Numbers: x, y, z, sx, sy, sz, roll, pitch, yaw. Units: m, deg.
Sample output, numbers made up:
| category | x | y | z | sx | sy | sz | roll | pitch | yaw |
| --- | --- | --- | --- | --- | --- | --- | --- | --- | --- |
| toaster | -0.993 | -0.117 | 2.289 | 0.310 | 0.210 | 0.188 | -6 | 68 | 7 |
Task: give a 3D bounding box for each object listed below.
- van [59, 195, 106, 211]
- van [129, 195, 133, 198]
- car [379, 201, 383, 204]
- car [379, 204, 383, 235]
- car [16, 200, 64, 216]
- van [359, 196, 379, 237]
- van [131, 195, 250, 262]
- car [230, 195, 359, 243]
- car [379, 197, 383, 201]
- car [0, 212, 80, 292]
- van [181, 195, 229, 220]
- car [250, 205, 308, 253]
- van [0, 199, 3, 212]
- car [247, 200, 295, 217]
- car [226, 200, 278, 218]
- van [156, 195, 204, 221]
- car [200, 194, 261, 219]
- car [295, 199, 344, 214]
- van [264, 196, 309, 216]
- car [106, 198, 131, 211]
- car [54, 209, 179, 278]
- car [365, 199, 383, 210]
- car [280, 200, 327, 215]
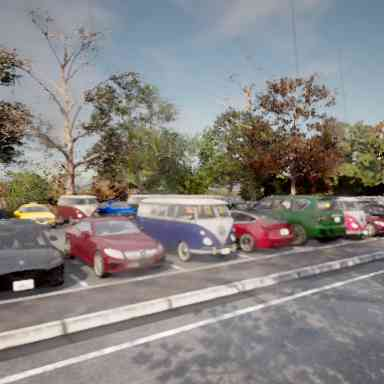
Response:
| category | x | y | z | sx | sy | sz | roll | pitch | yaw |
| --- | --- | --- | --- | --- | --- | --- | --- | --- | --- |
| van | -7.727 | 1.216 | 22.655 | 1.878 | 1.987 | 4.442 | 0 | 0 | -35 |
| van | -3.337 | 1.205 | 25.785 | 1.878 | 1.987 | 4.442 | 0 | 0 | -35 |
| car | 10.956 | 1.526 | 20.047 | 2.097 | 1.535 | 5.008 | 1 | 0 | -35 |
| car | 8.691 | 1.535 | 18.442 | 2.002 | 1.452 | 4.674 | 1 | 0 | -35 |
| car | -9.941 | 1.452 | 20.994 | 1.946 | 1.575 | 5.366 | 0 | 0 | -36 |
| van | 6.502 | 1.238 | 16.735 | 1.878 | 1.987 | 4.442 | 1 | 0 | -35 |
| van | -0.266 | 1.218 | 11.911 | 1.878 | 1.987 | 4.442 | 0 | 0 | -35 |
| car | 4.158 | 1.181 | 15.242 | 2.435 | 2.045 | 5.566 | 1 | 0 | -35 |
| car | 13.233 | 1.432 | 21.639 | 2.185 | 1.767 | 4.553 | 1 | 0 | -35 |
| car | -4.838 | 1.500 | 8.758 | 2.163 | 1.488 | 4.792 | 0 | 0 | -36 |
| van | 1.045 | 1.268 | 29.195 | 1.878 | 1.987 | 4.442 | 1 | 0 | -35 |
| car | 1.915 | 1.460 | 13.645 | 2.163 | 1.488 | 4.792 | 0 | 0 | -35 |
| van | -12.373 | 1.243 | 19.630 | 1.878 | 1.987 | 4.442 | 0 | 0 | -35 |
| car | 7.981 | 1.629 | 33.993 | 2.002 | 1.452 | 4.674 | 1 | 0 | -35 |
| car | 5.727 | 1.557 | 32.383 | 2.097 | 1.535 | 5.008 | 1 | 0 | -35 |
| van | -1.108 | 1.238 | 27.660 | 1.878 | 1.987 | 4.442 | 1 | 0 | -35 |
| car | 3.386 | 1.274 | 30.685 | 2.435 | 2.045 | 5.566 | 1 | 0 | -35 |
| car | 14.750 | 1.682 | 38.814 | 2.097 | 1.535 | 5.008 | 1 | 0 | -35 |
| van | 10.068 | 1.393 | 35.627 | 1.878 | 1.987 | 4.442 | 1 | 0 | -35 |
| car | -5.541 | 1.428 | 24.363 | 2.097 | 1.535 | 5.008 | 0 | 0 | -35 |
| car | -2.595 | 1.498 | 10.397 | 2.002 | 1.452 | 4.674 | 0 | 0 | -35 |
| car | 28.277 | 1.870 | 48.470 | 2.097 | 1.535 | 5.008 | 1 | 0 | -35 |
| car | 12.387 | 1.690 | 37.140 | 2.002 | 1.452 | 4.674 | 1 | 0 | -35 |
